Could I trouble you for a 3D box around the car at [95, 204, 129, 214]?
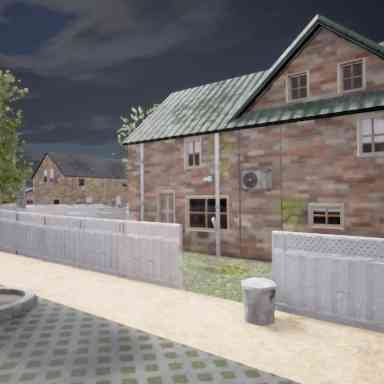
[{"bbox_3d":[-7.551,1.899,30.745,2.097,1.767,4.553,-1,-2,35],"label":"car"}]
